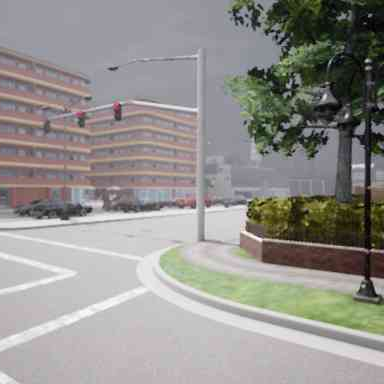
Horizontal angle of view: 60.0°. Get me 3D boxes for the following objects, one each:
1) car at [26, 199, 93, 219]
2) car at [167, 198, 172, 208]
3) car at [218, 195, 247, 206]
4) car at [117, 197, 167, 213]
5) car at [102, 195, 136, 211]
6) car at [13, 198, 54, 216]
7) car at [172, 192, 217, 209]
[{"bbox_3d":[-10.516,1.450,27.083,1.895,1.301,4.718,0,0,33],"label":"car"},{"bbox_3d":[-2.500,1.429,44.064,1.895,1.301,4.718,0,0,36],"label":"car"},{"bbox_3d":[6.472,1.203,50.428,2.097,1.767,4.553,0,0,36],"label":"car"},{"bbox_3d":[-5.121,1.449,34.492,1.895,1.301,4.718,0,0,36],"label":"car"},{"bbox_3d":[-7.736,1.180,36.835,2.097,1.767,4.553,0,0,35],"label":"car"},{"bbox_3d":[-13.124,1.332,29.411,1.837,1.490,4.892,0,0,36],"label":"car"},{"bbox_3d":[0.438,1.072,42.149,2.150,2.045,5.566,0,0,36],"label":"car"}]
